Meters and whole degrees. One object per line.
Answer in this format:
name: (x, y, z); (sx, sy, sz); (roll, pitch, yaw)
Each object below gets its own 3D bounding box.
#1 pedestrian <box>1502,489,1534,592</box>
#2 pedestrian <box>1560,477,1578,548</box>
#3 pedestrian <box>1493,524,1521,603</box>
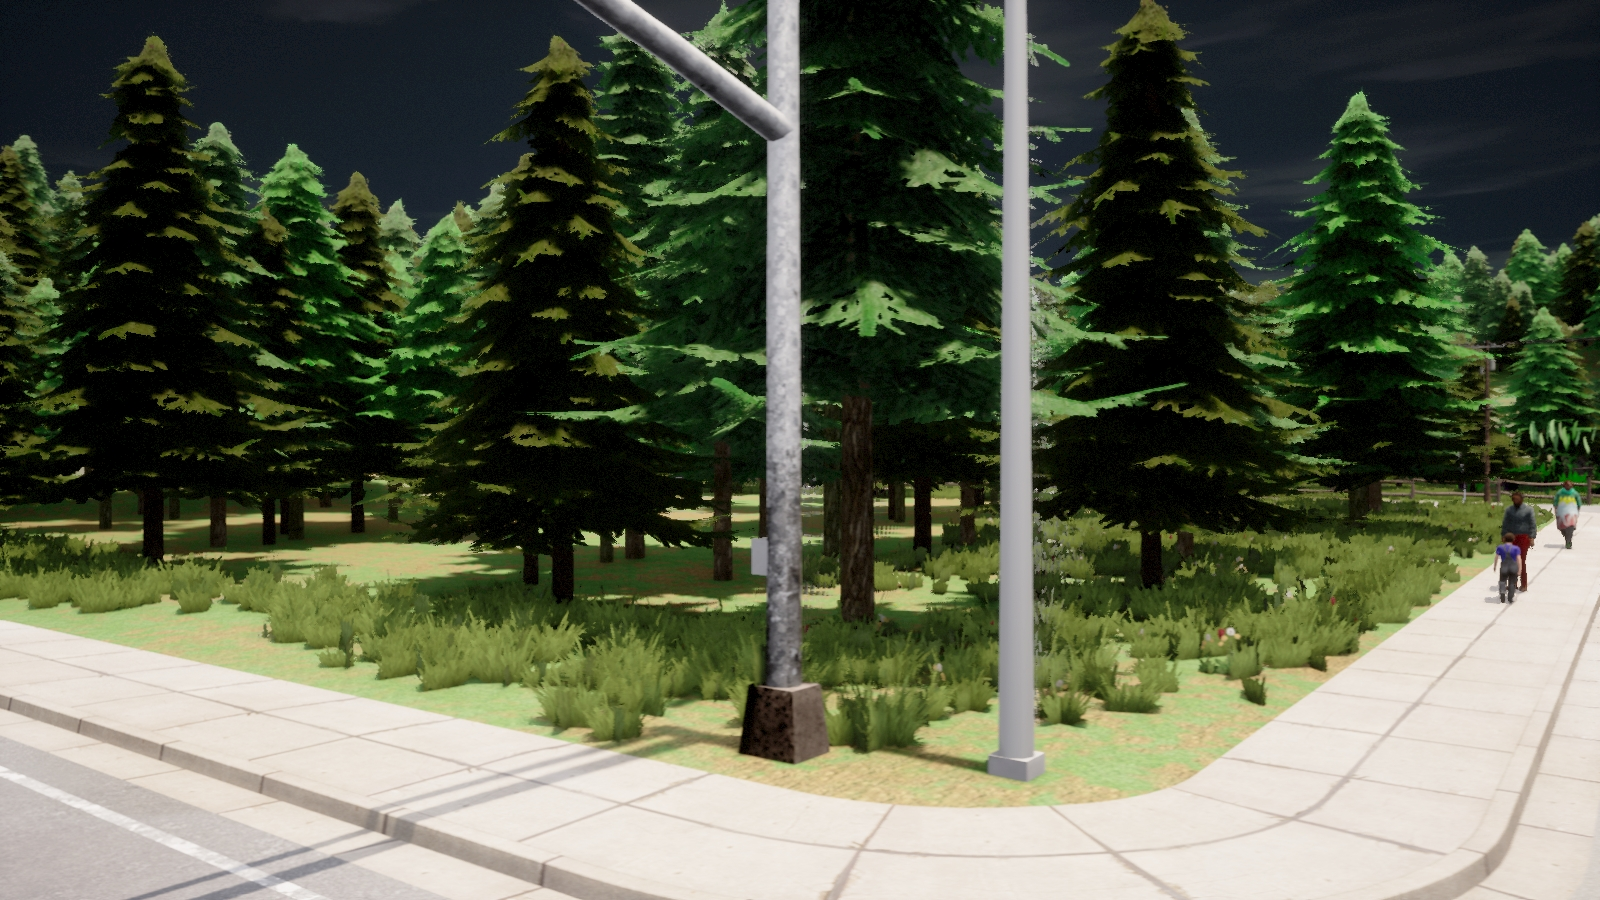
pedestrian: (13.196, 1.656, 21.000); (0.375, 1.860, 0.375); (0, 0, -32)
pedestrian: (20.240, 1.636, 30.078); (0.375, 1.860, 0.375); (0, 0, 37)
pedestrian: (12.115, 1.938, 19.572); (0.375, 1.300, 0.375); (0, 0, 37)
